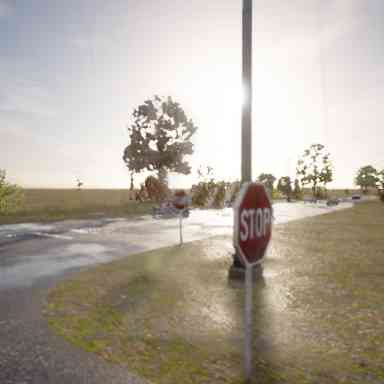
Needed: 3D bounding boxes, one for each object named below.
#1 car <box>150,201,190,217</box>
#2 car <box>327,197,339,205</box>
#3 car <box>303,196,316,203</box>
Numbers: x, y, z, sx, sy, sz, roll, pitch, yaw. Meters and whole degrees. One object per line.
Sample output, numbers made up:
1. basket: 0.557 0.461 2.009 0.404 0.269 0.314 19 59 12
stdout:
1. car: -1.994 1.541 30.688 1.994 1.385 4.181 1 0 34
2. car: 26.242 1.661 61.775 2.033 1.411 5.357 1 0 26
3. car: 24.979 1.602 70.759 2.128 1.511 4.902 1 0 34
